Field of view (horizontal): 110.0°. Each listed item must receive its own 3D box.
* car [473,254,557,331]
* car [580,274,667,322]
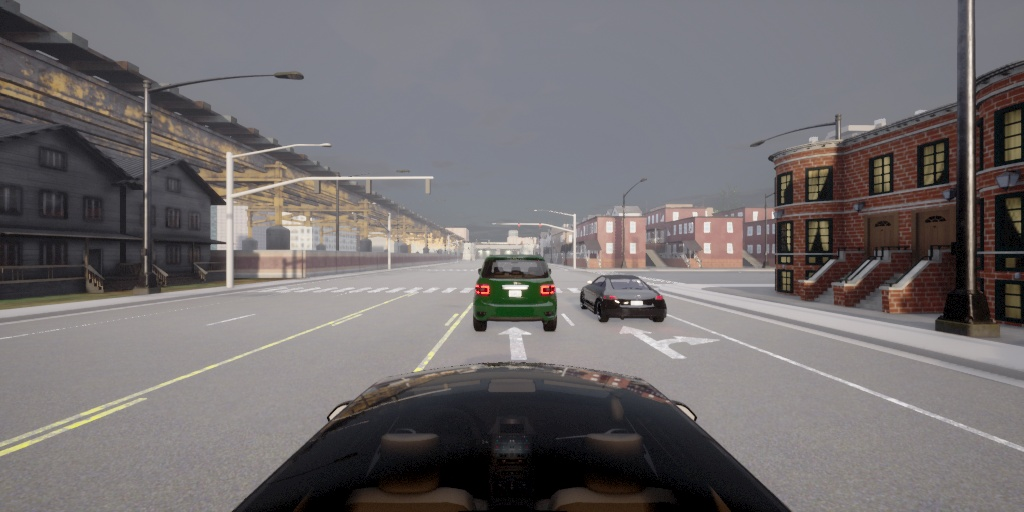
[{"bbox_3d":[0.086,0.971,11.066,2.150,2.045,5.566,0,0,0],"label":"car"},{"bbox_3d":[3.586,1.314,12.235,1.994,1.385,4.181,0,0,1],"label":"car"}]
